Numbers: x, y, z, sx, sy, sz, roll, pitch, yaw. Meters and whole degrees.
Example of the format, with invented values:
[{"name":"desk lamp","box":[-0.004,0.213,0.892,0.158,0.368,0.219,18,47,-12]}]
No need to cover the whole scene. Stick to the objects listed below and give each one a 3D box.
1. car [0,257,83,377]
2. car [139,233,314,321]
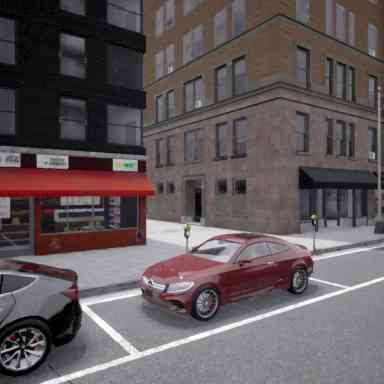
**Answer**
[{"name":"car","box":[-3.550,1.566,4.003,4.313,1.339,1.947,0,0,-35]},{"name":"car","box":[0.931,1.582,7.195,4.206,1.307,1.802,0,0,-35]}]
